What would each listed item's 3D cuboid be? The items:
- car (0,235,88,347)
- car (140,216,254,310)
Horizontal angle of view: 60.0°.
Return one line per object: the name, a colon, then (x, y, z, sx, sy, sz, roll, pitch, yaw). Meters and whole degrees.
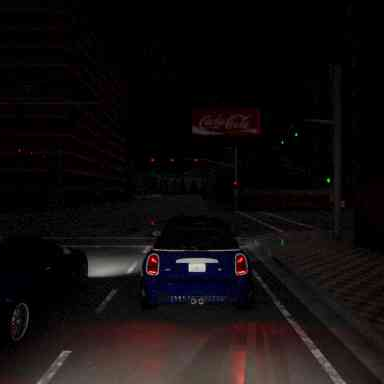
car: (-3.420, 1.526, 6.181, 1.812, 1.442, 4.674, 0, 0, 0)
car: (0.085, 1.352, 7.977, 2.097, 1.767, 4.553, 0, 0, 0)
